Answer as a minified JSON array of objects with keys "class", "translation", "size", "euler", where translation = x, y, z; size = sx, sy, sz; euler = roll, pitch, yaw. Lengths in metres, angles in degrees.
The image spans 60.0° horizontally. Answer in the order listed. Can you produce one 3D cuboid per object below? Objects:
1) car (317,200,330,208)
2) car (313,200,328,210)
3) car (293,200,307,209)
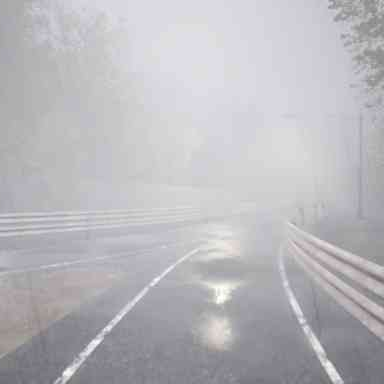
[{"class":"car","translation":[26.931,2.388,67.969],"size":[2.128,1.511,4.902],"euler":[1,-1,25]},{"class":"car","translation":[22.527,2.249,58.643],"size":[1.882,1.535,5.008],"euler":[1,-1,25]},{"class":"car","translation":[19.443,2.198,59.763],"size":[1.882,1.535,5.008],"euler":[1,-1,26]}]
